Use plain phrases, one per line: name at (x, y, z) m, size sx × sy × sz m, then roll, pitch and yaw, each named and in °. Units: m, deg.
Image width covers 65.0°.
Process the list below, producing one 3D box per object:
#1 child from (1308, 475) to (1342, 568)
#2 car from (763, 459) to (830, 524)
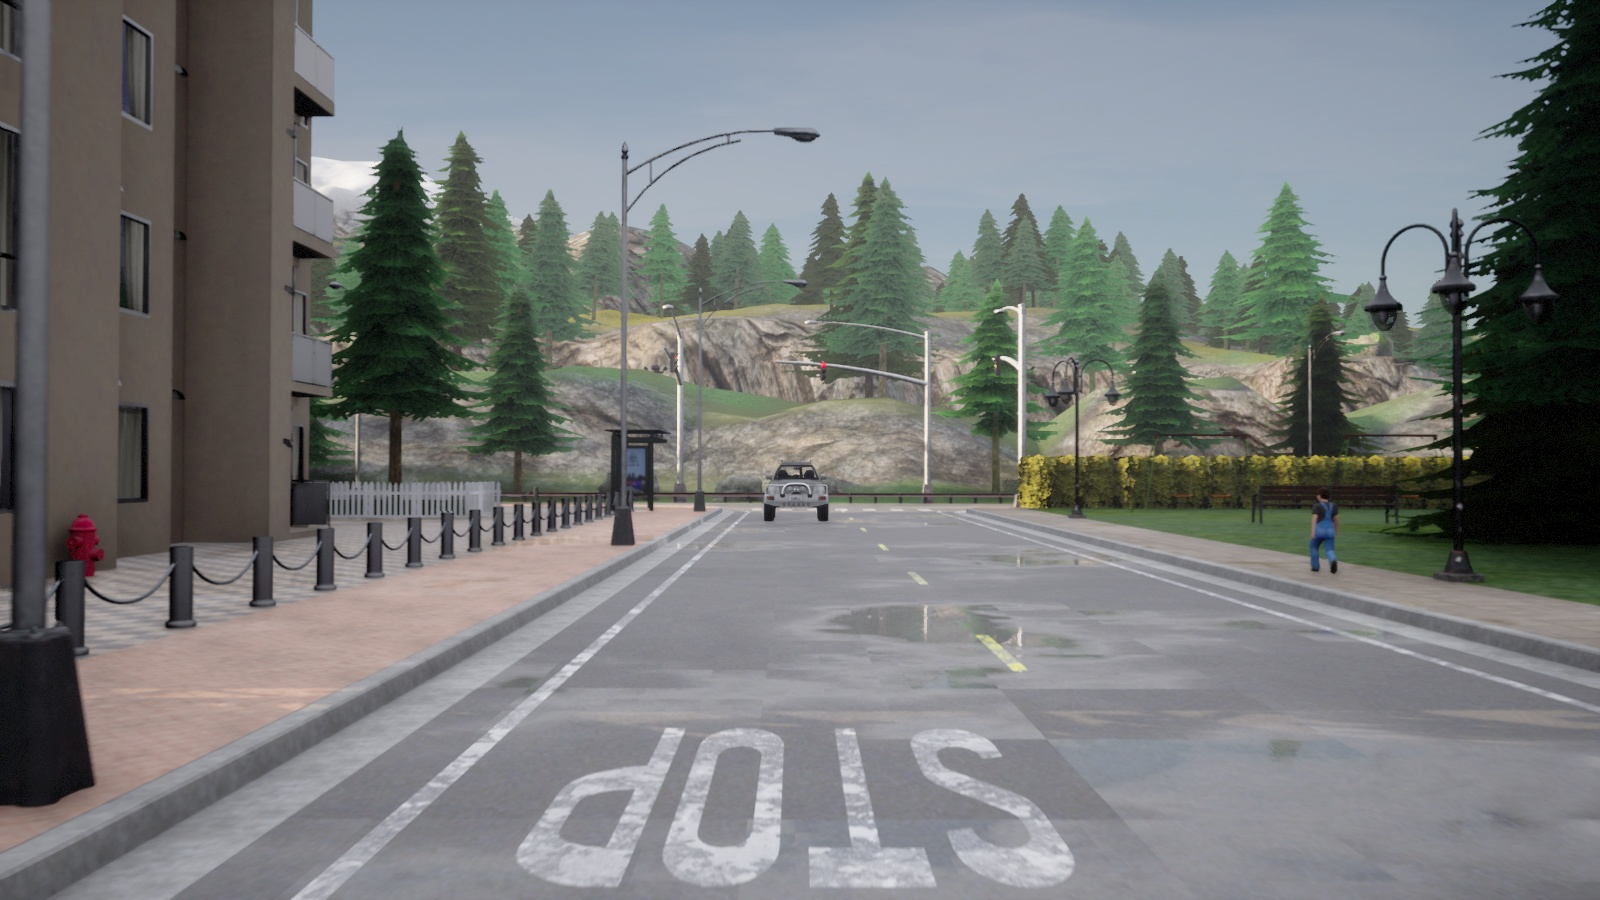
child at (7.274, 0.981, 17.409) m, size 0.270 × 1.263 × 0.437 m, roll 0°, pitch -1°, yaw 0°
car at (-0.102, 1.227, 38.500) m, size 1.932 × 1.855 × 4.605 m, roll 0°, pitch -1°, yaw 0°
